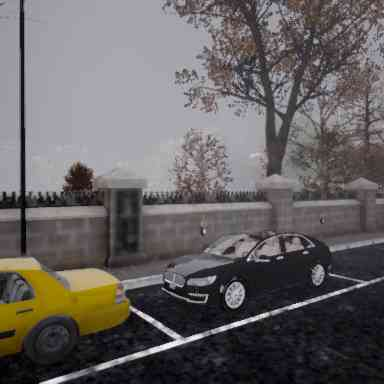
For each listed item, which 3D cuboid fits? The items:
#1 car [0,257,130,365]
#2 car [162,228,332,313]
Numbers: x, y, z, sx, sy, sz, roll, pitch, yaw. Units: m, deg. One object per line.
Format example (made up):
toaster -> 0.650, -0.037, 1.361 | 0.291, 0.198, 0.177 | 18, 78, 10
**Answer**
car -> -3.236, 1.524, 4.255 | 4.829, 1.417, 1.752 | 0, 0, -36
car -> 1.409, 1.549, 7.569 | 4.403, 1.369, 2.008 | 0, 0, -35
